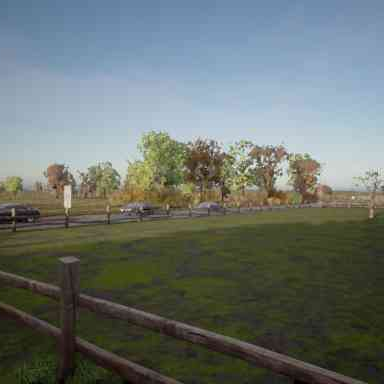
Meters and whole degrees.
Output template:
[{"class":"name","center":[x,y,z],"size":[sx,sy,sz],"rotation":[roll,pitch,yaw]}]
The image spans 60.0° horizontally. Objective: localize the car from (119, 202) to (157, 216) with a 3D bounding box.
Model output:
[{"class":"car","center":[-5.999,1.866,37.121],"size":[2.128,1.511,4.902],"rotation":[1,0,35]}]

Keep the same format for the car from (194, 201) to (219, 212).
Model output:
[{"class":"car","center":[2.213,2.103,48.626],"size":[1.812,1.442,4.674],"rotation":[1,0,36]}]

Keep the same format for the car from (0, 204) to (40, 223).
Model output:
[{"class":"car","center":[-14.233,1.673,25.480],"size":[1.837,1.490,4.892],"rotation":[1,0,34]}]
